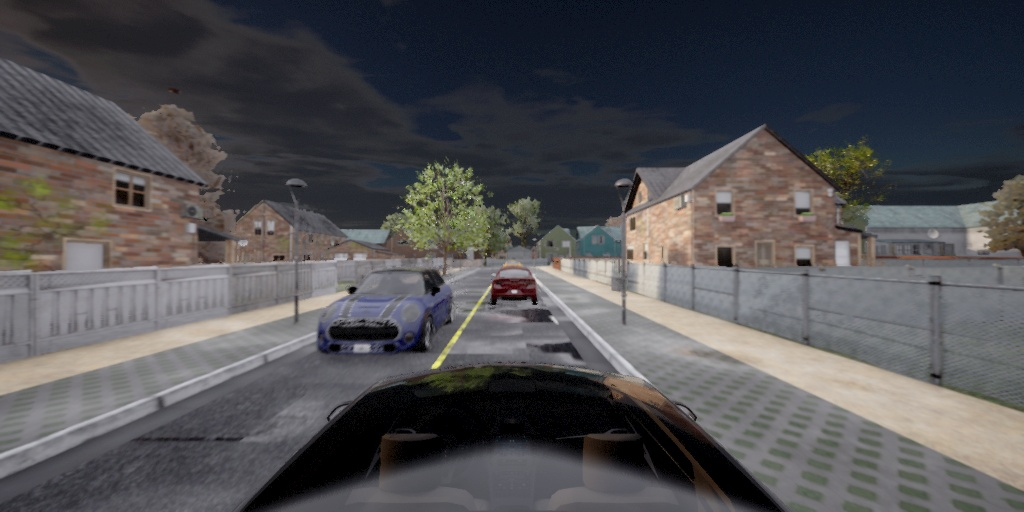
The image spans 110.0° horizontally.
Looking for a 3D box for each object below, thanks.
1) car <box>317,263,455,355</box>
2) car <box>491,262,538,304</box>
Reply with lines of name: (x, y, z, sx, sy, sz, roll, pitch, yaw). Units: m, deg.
car: (-2.752, 1.096, 8.815, 2.097, 1.767, 4.553, 0, 0, 0)
car: (0.092, 1.215, 16.248, 1.882, 1.535, 5.008, 0, 0, 0)
